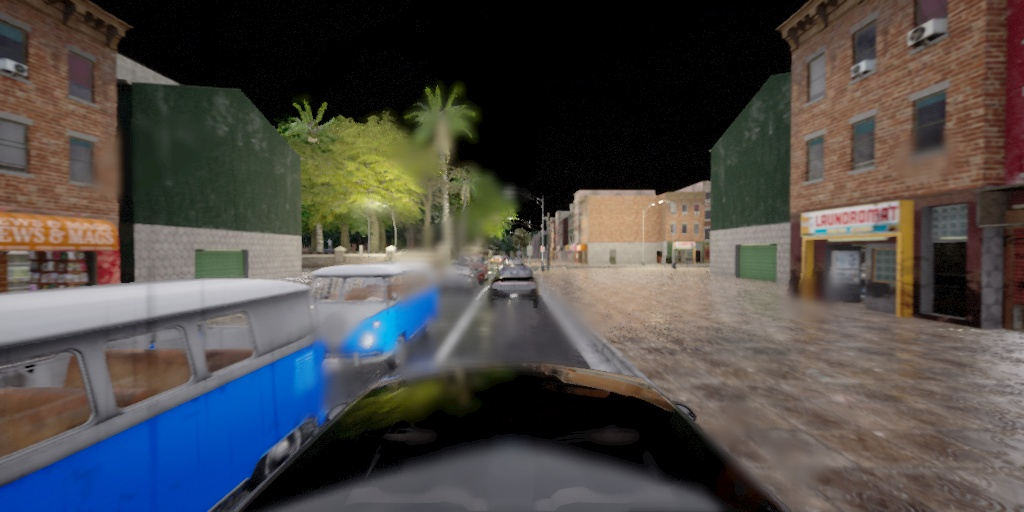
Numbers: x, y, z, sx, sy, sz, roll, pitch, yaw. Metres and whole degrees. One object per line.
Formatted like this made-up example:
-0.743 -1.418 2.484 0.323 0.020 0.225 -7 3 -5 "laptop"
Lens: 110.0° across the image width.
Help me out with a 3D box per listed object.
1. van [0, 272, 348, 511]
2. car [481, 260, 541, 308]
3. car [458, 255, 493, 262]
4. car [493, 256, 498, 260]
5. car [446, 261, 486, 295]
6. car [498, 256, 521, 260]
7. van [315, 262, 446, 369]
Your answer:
-2.637 1.089 1.862 1.690 1.789 3.998 0 0 0 "van"
0.097 1.106 14.432 2.128 1.511 4.902 0 1 0 "car"
-2.642 0.835 23.716 2.192 1.841 5.009 0 0 0 "car"
-2.649 0.657 61.862 1.967 1.591 4.097 0 0 0 "car"
-2.641 1.126 18.253 2.007 1.370 4.403 0 0 0 "car"
0.100 0.960 29.149 2.128 1.511 4.902 0 0 -2 "car"
-2.638 1.031 7.326 1.690 1.789 3.998 0 0 0 "van"
